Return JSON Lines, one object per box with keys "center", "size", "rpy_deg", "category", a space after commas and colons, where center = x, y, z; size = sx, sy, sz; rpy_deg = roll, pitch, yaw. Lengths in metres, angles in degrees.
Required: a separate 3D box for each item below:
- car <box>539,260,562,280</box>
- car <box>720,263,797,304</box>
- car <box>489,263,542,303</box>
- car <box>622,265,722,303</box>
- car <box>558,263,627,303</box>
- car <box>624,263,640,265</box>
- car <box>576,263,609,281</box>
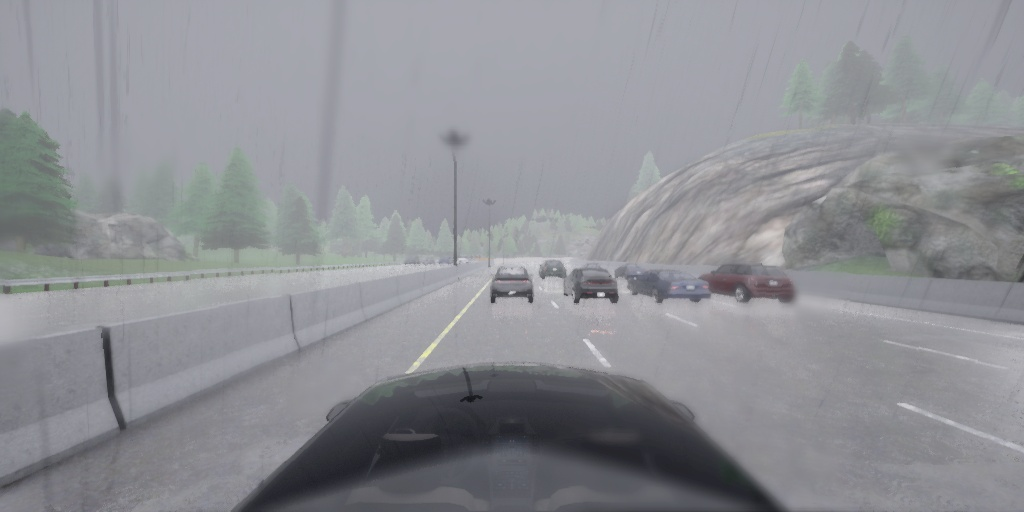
{"center": [3.500, 1.114, 31.470], "size": [2.097, 1.767, 4.553], "rpy_deg": [0, 0, 0], "category": "car"}
{"center": [10.500, 1.113, 16.470], "size": [2.097, 1.767, 4.553], "rpy_deg": [0, 0, 0], "category": "car"}
{"center": [0.000, 1.242, 16.500], "size": [2.128, 1.511, 4.902], "rpy_deg": [0, 0, 0], "category": "car"}
{"center": [7.000, 1.310, 16.500], "size": [2.033, 1.411, 5.357], "rpy_deg": [0, 0, 0], "category": "car"}
{"center": [3.500, 1.264, 16.500], "size": [1.837, 1.490, 4.892], "rpy_deg": [0, 0, 0], "category": "car"}
{"center": [10.500, 1.320, 31.500], "size": [1.994, 1.385, 4.181], "rpy_deg": [0, 0, 0], "category": "car"}
{"center": [7.000, 1.320, 31.500], "size": [1.994, 1.385, 4.181], "rpy_deg": [0, 0, 0], "category": "car"}
